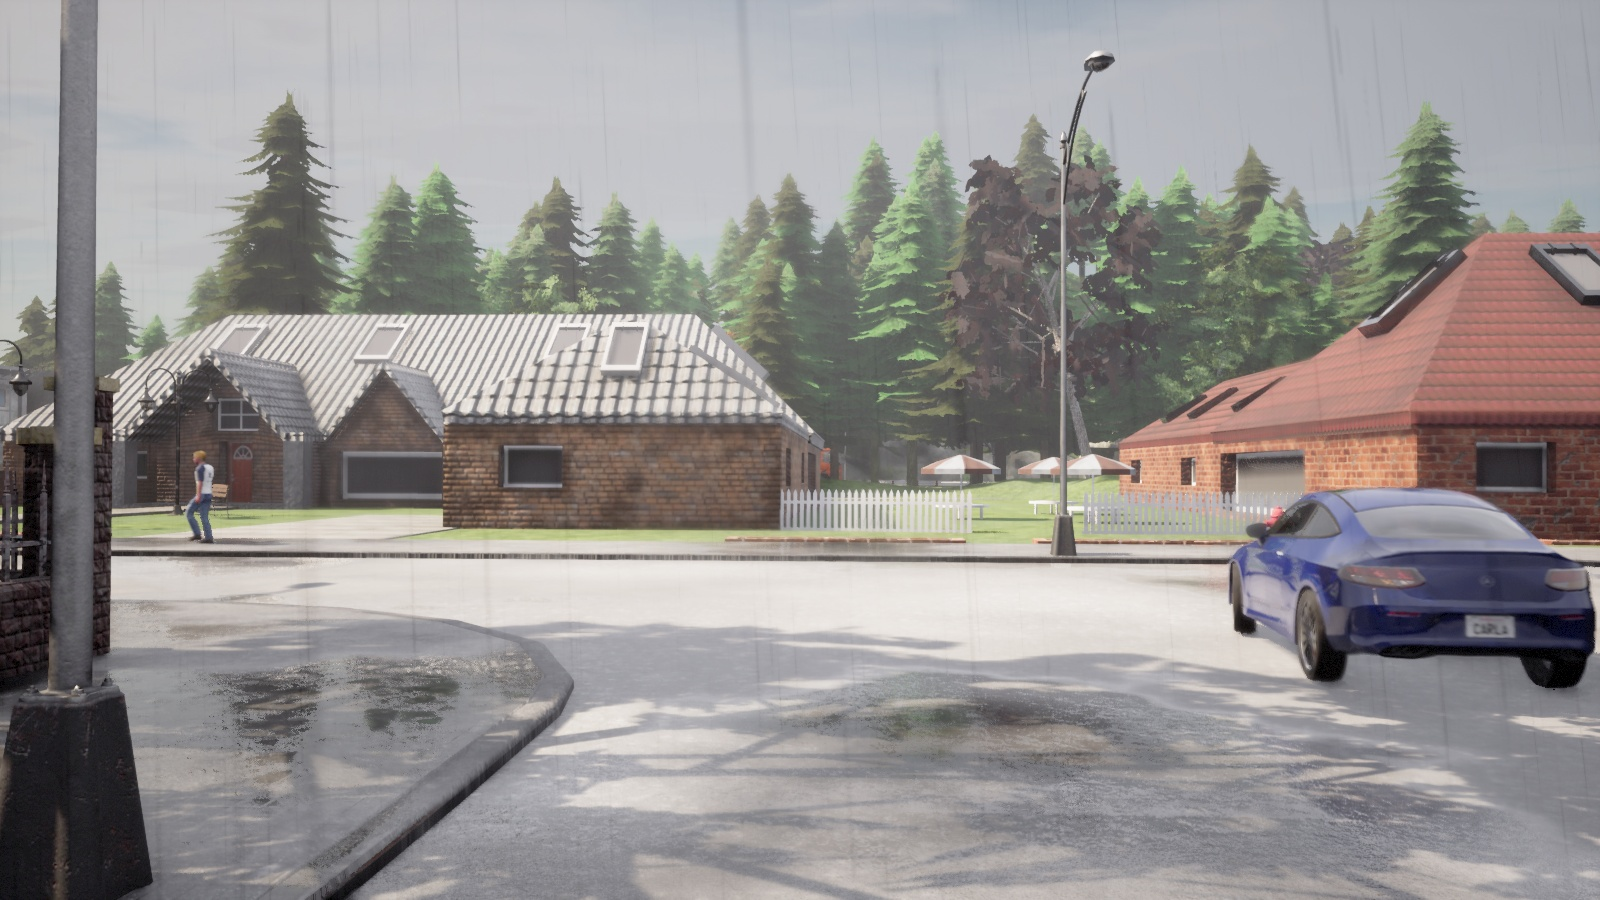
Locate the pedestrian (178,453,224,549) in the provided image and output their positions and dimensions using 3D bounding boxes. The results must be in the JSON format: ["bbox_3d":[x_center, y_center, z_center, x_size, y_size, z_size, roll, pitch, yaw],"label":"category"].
[{"bbox_3d":[-11.578,0.977,24.283,0.706,1.836,0.354,0,-1,2],"label":"pedestrian"}]

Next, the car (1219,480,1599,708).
[{"bbox_3d":[4.892,0.998,10.562,1.812,1.442,4.674,0,-1,9],"label":"car"}]

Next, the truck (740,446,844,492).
[{"bbox_3d":[-0.560,1.476,98.001,7.936,3.462,2.891,0,-1,2],"label":"truck"}]
